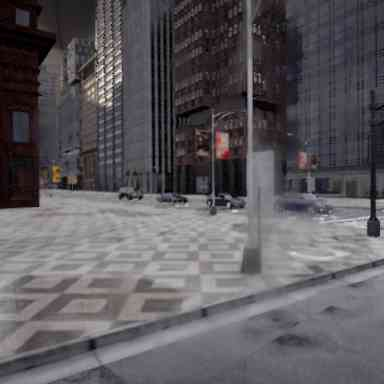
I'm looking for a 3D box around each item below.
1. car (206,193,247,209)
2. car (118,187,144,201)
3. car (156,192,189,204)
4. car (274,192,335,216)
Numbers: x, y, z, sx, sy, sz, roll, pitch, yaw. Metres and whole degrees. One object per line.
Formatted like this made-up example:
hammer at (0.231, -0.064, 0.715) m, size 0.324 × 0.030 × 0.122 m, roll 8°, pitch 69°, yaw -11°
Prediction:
car at (3.378, 0.850, 33.297) m, size 1.837 × 1.490 × 4.892 m, roll -1°, pitch 1°, yaw -35°
car at (-9.584, 0.283, 51.788) m, size 2.150 × 2.045 × 5.566 m, roll -1°, pitch 1°, yaw -35°
car at (-2.558, 0.762, 41.734) m, size 2.033 × 1.411 × 5.357 m, roll -1°, pitch 1°, yaw -35°
car at (8.661, 0.816, 25.794) m, size 2.097 × 1.767 × 4.553 m, roll -1°, pitch 1°, yaw -35°
